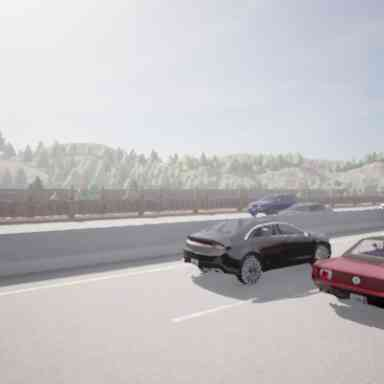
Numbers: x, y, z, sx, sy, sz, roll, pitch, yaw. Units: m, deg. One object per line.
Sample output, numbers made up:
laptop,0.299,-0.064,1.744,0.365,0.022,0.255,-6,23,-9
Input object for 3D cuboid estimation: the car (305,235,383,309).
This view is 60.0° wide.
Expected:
car,4.740,1.593,7.133,4.718,1.301,1.895,0,0,-36

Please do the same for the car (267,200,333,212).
car,7.579,1.489,22.300,4.892,1.490,1.837,0,0,-35

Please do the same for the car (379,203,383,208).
car,23.064,1.499,37.607,4.674,1.442,1.812,0,0,-35

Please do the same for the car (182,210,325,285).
car,2.036,1.484,9.503,4.902,1.511,2.128,0,0,-36

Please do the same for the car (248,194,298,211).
car,7.722,1.201,30.998,5.566,2.045,2.150,0,0,-35
